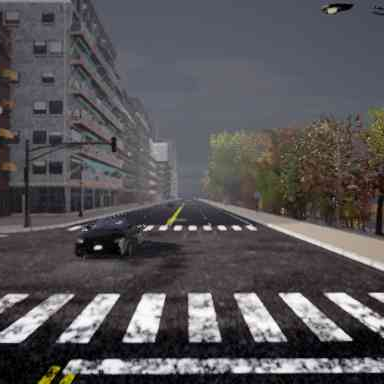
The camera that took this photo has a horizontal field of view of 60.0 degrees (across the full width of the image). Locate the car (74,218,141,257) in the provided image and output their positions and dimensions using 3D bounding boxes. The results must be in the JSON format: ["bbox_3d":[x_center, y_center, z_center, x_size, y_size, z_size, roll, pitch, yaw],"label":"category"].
[{"bbox_3d":[-3.356,1.801,13.876,1.994,1.385,4.181,0,0,0],"label":"car"}]

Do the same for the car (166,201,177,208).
[{"bbox_3d":[-3.730,2.313,61.226,1.994,1.385,4.181,0,0,0],"label":"car"}]
